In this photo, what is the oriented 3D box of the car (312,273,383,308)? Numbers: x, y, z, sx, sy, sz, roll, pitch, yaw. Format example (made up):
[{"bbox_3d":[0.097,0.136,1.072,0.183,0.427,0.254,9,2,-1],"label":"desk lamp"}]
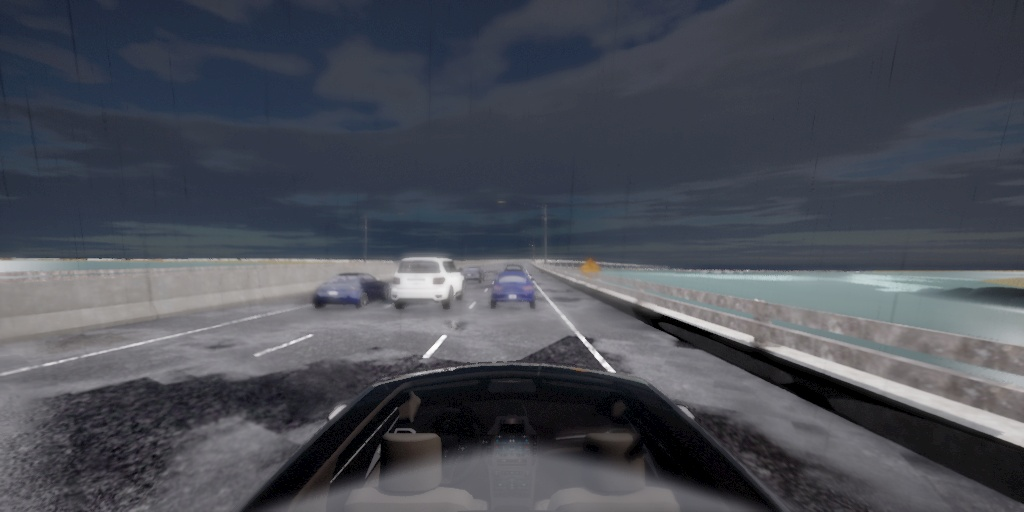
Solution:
[{"bbox_3d":[-6.954,1.449,15.997,1.994,1.385,4.181,0,0,0],"label":"car"}]

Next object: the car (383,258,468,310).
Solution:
[{"bbox_3d":[-3.462,1.099,15.679,2.150,2.045,5.566,0,0,0],"label":"car"}]

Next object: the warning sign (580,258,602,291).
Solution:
[{"bbox_3d":[4.620,1.047,20.918,1.300,1.860,1.060,0,0,0],"label":"warning sign"}]

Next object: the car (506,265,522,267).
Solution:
[{"bbox_3d":[0.166,1.532,30.883,1.837,1.490,4.892,0,0,1],"label":"car"}]

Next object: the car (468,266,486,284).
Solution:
[{"bbox_3d":[-3.341,1.568,30.610,2.033,1.411,5.357,0,0,1],"label":"car"}]

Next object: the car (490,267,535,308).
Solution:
[{"bbox_3d":[0.046,1.411,16.033,1.812,1.442,4.674,0,0,1],"label":"car"}]
